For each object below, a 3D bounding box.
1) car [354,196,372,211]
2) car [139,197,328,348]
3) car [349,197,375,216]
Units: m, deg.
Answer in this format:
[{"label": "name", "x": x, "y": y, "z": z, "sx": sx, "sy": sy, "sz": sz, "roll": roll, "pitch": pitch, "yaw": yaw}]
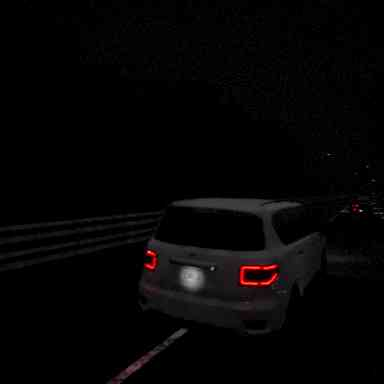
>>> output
[{"label": "car", "x": 20.563, "y": 1.330, "z": 39.923, "sx": 1.837, "sy": 1.490, "sz": 4.892, "roll": 2, "pitch": 1, "yaw": 29}, {"label": "car", "x": 1.263, "y": 1.123, "z": 6.541, "sx": 2.150, "sy": 2.045, "sz": 5.566, "roll": 2, "pitch": 1, "yaw": 28}, {"label": "car", "x": 15.611, "y": 1.351, "z": 30.613, "sx": 1.837, "sy": 1.490, "sz": 4.892, "roll": 2, "pitch": 1, "yaw": 28}]
